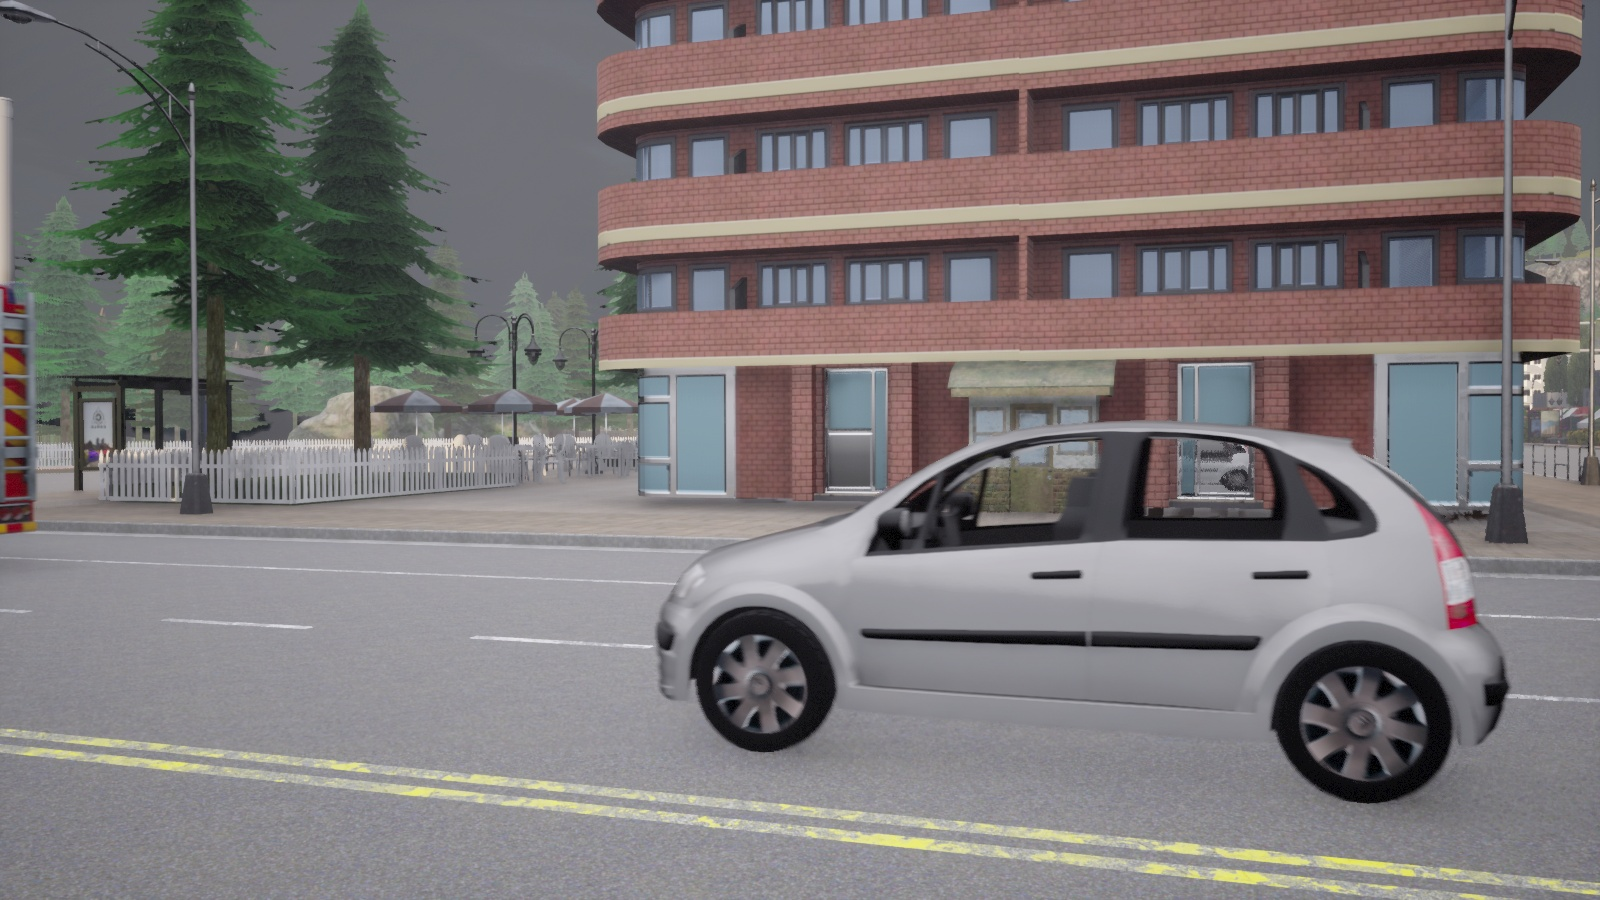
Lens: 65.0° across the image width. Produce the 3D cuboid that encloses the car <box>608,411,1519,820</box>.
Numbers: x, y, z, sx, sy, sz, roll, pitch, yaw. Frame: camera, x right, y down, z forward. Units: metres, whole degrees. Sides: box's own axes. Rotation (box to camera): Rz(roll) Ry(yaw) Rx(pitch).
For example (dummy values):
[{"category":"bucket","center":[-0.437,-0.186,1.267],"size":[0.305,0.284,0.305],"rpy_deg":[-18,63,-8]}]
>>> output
[{"category":"car","center":[1.231,0.626,6.469],"size":[3.988,1.617,1.851],"rpy_deg":[1,1,19]}]

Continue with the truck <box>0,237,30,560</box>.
[{"category":"truck","center":[-13.815,-0.633,15.209],"size":[8.468,3.827,2.891],"rpy_deg":[1,1,19]}]
